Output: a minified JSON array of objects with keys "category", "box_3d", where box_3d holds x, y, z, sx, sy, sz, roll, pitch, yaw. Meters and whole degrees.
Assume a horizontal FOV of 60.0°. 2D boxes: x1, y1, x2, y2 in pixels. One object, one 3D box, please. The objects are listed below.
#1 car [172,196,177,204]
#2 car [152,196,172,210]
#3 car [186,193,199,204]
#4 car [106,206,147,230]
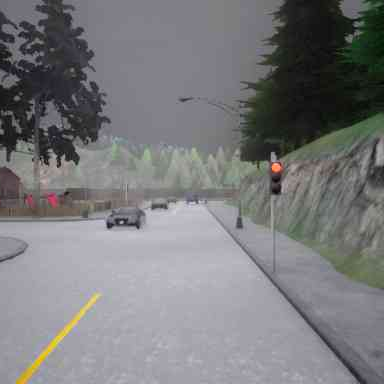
[{"category":"car","box_3d":[-3.959,1.548,64.098,2.033,1.411,5.357,0,0,0]},{"category":"car","box_3d":[-4.053,1.478,42.940,1.882,1.535,5.008,0,0,0]},{"category":"car","box_3d":[0.068,1.221,62.571,2.150,2.045,5.566,0,0,0]},{"category":"car","box_3d":[-4.077,1.564,21.190,1.994,1.385,4.181,0,0,0]}]
